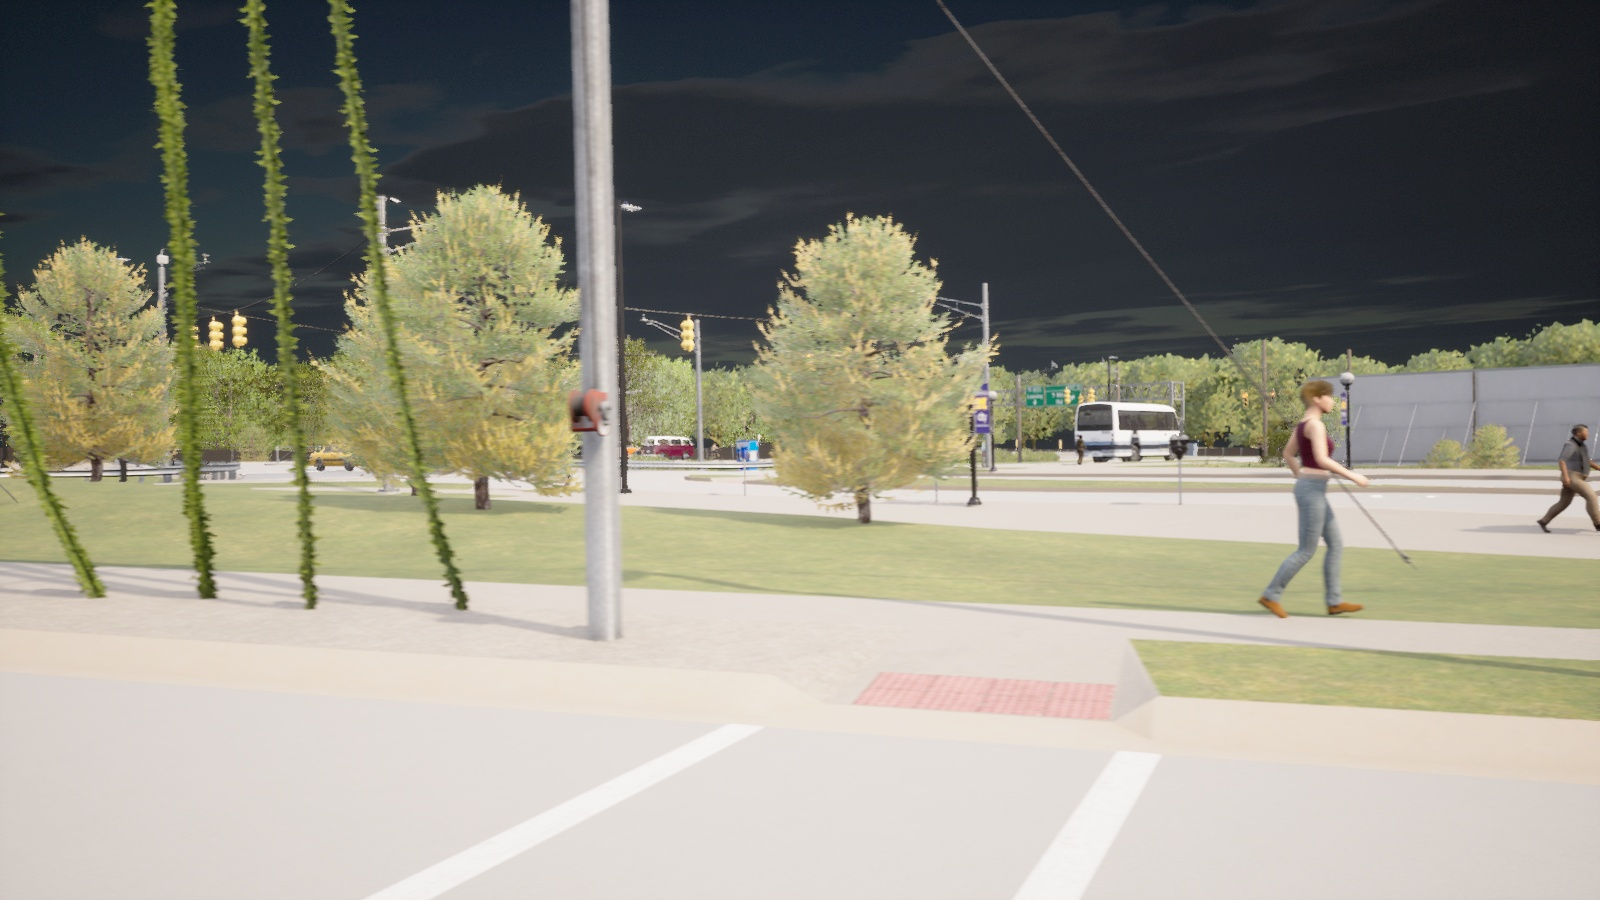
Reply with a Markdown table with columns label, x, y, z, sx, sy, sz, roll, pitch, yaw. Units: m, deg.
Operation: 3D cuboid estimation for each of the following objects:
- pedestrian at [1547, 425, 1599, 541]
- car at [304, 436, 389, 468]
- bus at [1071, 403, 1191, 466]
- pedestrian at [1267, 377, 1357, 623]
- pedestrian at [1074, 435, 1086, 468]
| label | x | y | z | sx | sy | sz | roll | pitch | yaw |
| --- | --- | --- | --- | --- | --- | --- | --- | --- | --- |
| pedestrian | 12.673 | 0.526 | 20.503 | 0.694 | 1.848 | 0.540 | 0 | 1 | 43 |
| car | -23.693 | 0.106 | 65.472 | 5.366 | 1.575 | 1.801 | 0 | 0 | 41 |
| bus | 23.759 | -1.027 | 89.682 | 3.944 | 4.253 | 10.273 | 0 | 0 | 43 |
| pedestrian | 3.915 | 0.376 | 9.631 | 0.594 | 1.836 | 0.345 | -1 | 1 | 17 |
| pedestrian | 16.190 | 0.082 | 72.595 | 0.395 | 1.930 | 0.692 | 0 | 1 | 41 |
